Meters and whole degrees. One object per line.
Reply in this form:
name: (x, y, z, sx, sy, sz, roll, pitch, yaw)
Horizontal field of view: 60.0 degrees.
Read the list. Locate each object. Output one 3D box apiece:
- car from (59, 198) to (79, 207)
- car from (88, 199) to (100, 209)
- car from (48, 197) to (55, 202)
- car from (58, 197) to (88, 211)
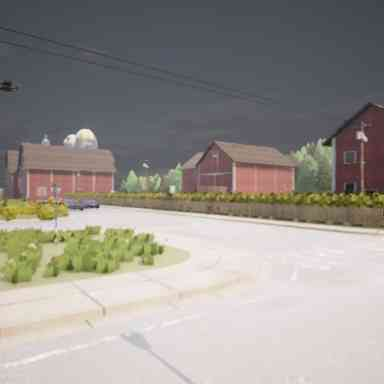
car: (-20.079, 1.646, 54.050, 1.994, 1.385, 4.181, 0, 0, -36)
car: (-14.379, 1.646, 46.245, 1.994, 1.385, 4.181, 0, 0, -35)
car: (-24.697, 1.560, 60.447, 1.882, 1.535, 5.008, 0, 0, -36)
car: (-14.531, 1.627, 40.244, 1.994, 1.385, 4.181, 0, 0, -36)
